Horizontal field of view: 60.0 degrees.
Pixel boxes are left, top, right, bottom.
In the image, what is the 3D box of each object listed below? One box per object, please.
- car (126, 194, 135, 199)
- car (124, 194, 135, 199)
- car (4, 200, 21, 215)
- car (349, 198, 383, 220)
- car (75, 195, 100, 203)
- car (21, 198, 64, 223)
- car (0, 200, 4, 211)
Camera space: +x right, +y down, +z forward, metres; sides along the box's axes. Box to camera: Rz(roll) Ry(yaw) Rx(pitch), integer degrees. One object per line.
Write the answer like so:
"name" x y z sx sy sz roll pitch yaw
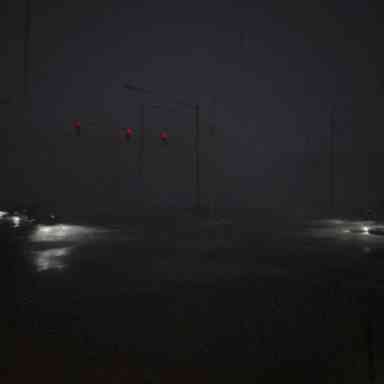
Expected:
"car" -17.296 1.226 93.726 1.853 1.218 4.536 0 0 -6
"car" -17.291 1.383 93.674 2.038 1.542 4.974 0 0 -6
"car" -17.327 1.573 33.691 1.994 1.385 4.181 0 0 -36
"car" 14.418 1.287 26.452 5.008 1.535 1.882 -1 1 -36
"car" -21.511 1.499 67.477 1.812 1.442 4.674 0 0 29
"car" -11.403 1.496 25.707 2.128 1.511 4.902 0 0 -37
"car" -23.178 1.613 41.720 1.895 1.301 4.718 0 0 -33
